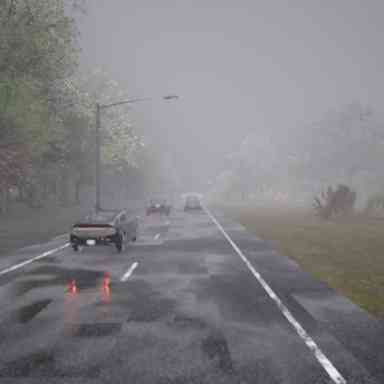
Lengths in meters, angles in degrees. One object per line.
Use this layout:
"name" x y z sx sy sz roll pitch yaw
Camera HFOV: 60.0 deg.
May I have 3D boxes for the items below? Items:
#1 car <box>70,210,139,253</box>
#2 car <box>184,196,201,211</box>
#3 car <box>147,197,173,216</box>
"car" -3.390 1.471 13.606 2.128 1.511 4.902 0 0 0
"car" 0.103 1.508 39.508 1.994 1.385 4.181 0 0 0
"car" -3.029 1.306 32.257 2.097 1.767 4.553 0 0 2
